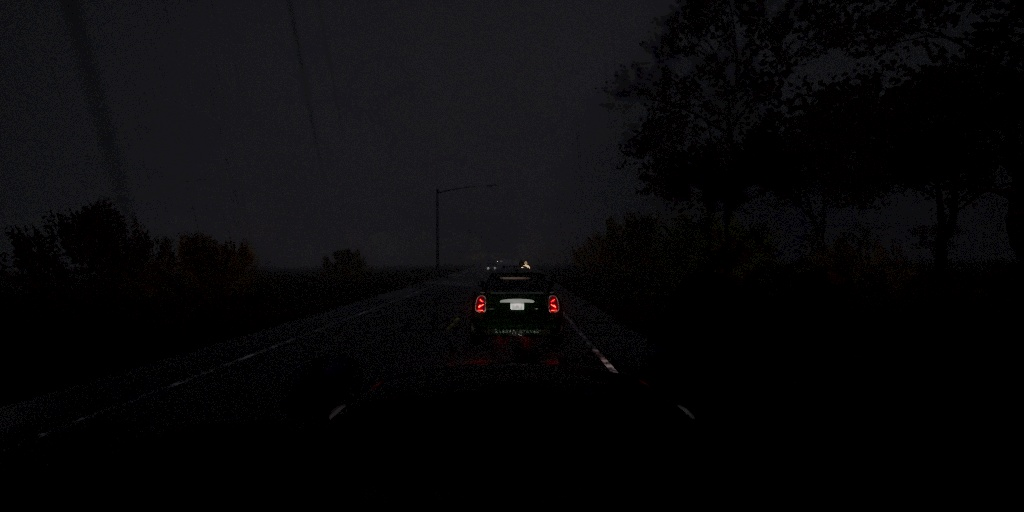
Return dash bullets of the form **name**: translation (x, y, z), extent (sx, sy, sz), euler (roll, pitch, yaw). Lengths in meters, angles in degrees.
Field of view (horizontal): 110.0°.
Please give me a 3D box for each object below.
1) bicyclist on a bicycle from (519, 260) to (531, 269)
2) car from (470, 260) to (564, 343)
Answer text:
- **bicyclist on a bicycle**: translation (0.979, 1.180, 25.608), extent (0.866, 1.612, 1.509), euler (0, 0, 1)
- **car**: translation (0.115, 1.100, 9.785), extent (2.097, 1.767, 4.553), euler (0, 0, 0)
